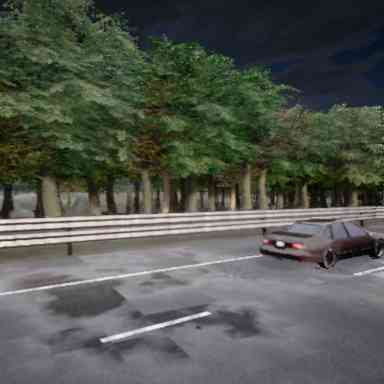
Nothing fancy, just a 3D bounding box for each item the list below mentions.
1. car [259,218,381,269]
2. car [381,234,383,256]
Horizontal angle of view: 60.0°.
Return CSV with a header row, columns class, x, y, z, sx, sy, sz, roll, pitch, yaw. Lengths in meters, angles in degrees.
class,x,y,z,sx,sy,sz,roll,pitch,yaw
car,4.707,1.627,11.440,5.357,1.411,2.033,1,0,-35
car,7.446,1.437,9.094,4.553,1.767,2.097,1,0,-35
